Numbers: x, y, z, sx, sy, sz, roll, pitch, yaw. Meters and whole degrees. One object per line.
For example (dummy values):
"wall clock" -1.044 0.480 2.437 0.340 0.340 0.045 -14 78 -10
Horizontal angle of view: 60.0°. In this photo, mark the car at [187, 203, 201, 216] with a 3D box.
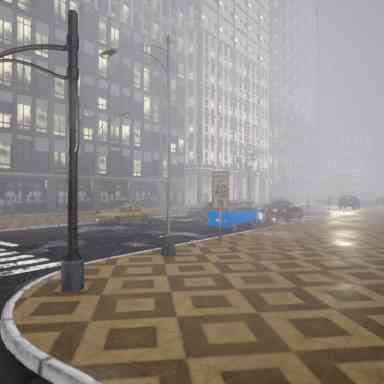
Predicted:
"car" 1.279 1.604 31.715 1.802 1.307 4.206 0 0 38

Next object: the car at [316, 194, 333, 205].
"car" 25.008 1.380 62.599 2.192 1.841 5.009 0 0 38

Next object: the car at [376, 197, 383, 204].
"car" 38.034 1.658 66.620 1.947 1.339 4.313 0 0 38

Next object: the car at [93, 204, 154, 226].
"car" -4.822 1.540 23.987 1.752 1.417 4.829 0 0 38

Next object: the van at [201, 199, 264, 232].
"van" 2.571 1.368 20.280 1.690 1.788 3.998 0 0 38

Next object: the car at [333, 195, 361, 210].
"car" 21.086 1.368 44.562 2.192 1.841 5.009 0 0 38

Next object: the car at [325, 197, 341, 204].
"car" 28.397 1.624 67.011 2.008 1.369 4.403 0 0 38

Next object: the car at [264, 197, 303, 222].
"car" 7.527 1.472 26.914 1.967 1.590 4.097 0 0 38
